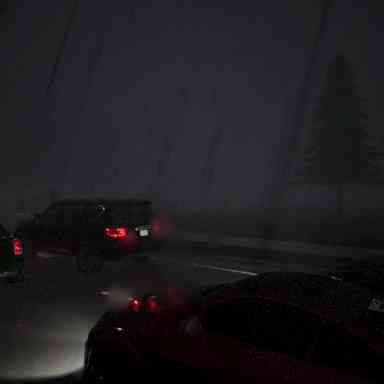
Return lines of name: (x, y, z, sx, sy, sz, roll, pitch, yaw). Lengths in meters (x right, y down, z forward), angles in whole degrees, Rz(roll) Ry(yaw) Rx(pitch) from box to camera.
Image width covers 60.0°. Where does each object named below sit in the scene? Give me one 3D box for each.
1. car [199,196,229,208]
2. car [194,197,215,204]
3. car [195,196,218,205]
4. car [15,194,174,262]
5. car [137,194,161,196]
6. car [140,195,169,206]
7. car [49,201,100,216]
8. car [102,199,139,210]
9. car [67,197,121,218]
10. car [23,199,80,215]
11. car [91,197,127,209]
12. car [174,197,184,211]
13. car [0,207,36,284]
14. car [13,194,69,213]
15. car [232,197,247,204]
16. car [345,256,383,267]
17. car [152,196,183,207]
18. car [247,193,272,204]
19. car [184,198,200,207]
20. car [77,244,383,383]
car: (3.579, 1.601, 49.135, 1.895, 1.301, 4.718, 0, 0, 36)
car: (2.473, 1.601, 65.320, 1.895, 1.301, 4.718, 0, 0, 37)
car: (2.577, 1.526, 59.589, 1.812, 1.442, 4.674, 0, 0, 37)
car: (-3.505, 1.221, 10.755, 5.566, 2.045, 2.150, 0, 0, 36)
car: (-6.118, 1.221, 41.811, 2.150, 2.045, 5.566, 0, 0, 36)
car: (-6.046, 1.352, 53.761, 2.097, 1.767, 4.553, 0, 0, 36)
car: (-11.879, 1.601, 33.925, 1.895, 1.301, 4.718, 0, 0, 36)
car: (-9.284, 1.601, 43.408, 1.895, 1.301, 4.718, 0, 0, 36)
car: (-9.235, 1.352, 31.604, 2.097, 1.767, 4.553, 0, 0, 36)
car: (-14.933, 1.547, 35.679, 2.033, 1.411, 5.357, 0, 0, 36)
car: (-11.465, 1.505, 46.353, 1.837, 1.490, 4.892, 0, 0, 36)
car: (-3.651, 1.547, 39.254, 2.033, 1.411, 5.357, 0, 0, 36)
car: (-6.249, 1.352, 8.414, 4.553, 1.767, 2.097, 0, 0, 36)
car: (-17.317, 1.222, 38.349, 2.150, 2.045, 5.566, 0, 0, 36)
car: (9.486, 1.601, 63.015, 1.895, 1.301, 4.718, 0, 0, 37)
car: (4.671, 1.478, 4.956, 5.008, 1.535, 1.882, 0, 0, 35)
car: (-3.734, 1.478, 50.998, 1.882, 1.535, 5.008, 0, 0, 36)
car: (13.008, 1.300, 61.880, 2.150, 2.045, 5.566, 0, 0, 36)
car: (0.041, 1.547, 50.231, 2.033, 1.411, 5.357, 0, 0, 36)
car: (0.802, 1.564, 3.417, 4.181, 1.385, 1.994, 0, 0, 35)
